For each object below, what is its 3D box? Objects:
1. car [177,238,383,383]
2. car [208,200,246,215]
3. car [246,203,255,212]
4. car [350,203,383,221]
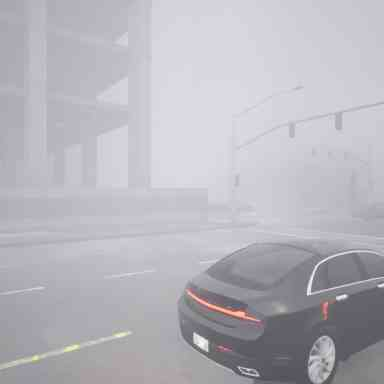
[{"bbox_3d":[2.088,1.505,5.280,4.892,1.490,1.837,0,0,-35],"label":"car"},{"bbox_3d":[2.802,1.601,33.486,1.895,1.301,4.718,0,0,-36],"label":"car"},{"bbox_3d":[4.855,1.563,36.617,1.994,1.385,4.181,0,0,-36],"label":"car"},{"bbox_3d":[15.086,1.548,25.490,5.357,1.411,2.033,0,0,31],"label":"car"}]
